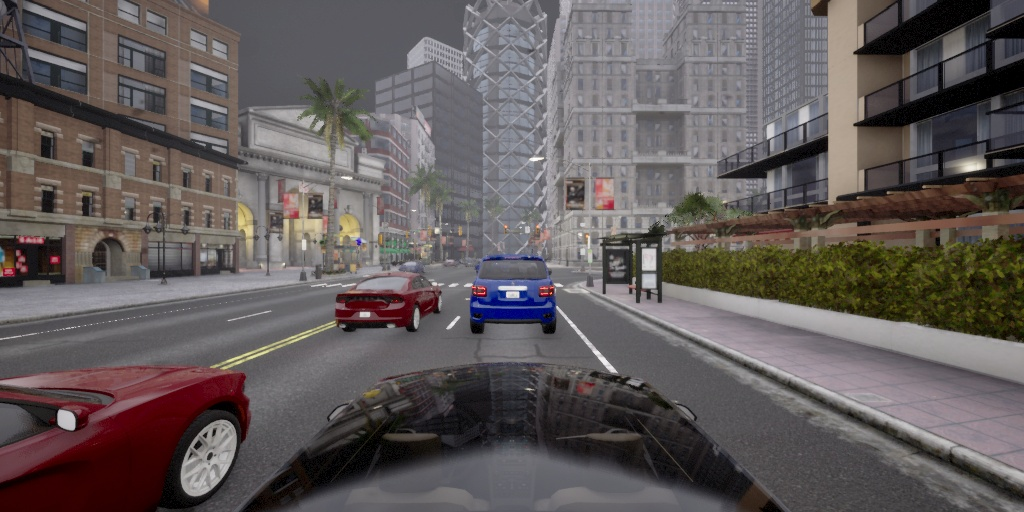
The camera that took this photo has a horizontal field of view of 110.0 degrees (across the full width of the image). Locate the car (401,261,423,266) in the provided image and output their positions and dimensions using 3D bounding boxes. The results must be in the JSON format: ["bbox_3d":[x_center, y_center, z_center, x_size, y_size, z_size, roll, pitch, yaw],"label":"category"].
[{"bbox_3d":[-10.579,1.276,37.994,1.812,1.442,4.674,0,0,0],"label":"car"}]

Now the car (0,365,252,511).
[{"bbox_3d":[-3.390,1.228,1.334,1.882,1.535,5.008,0,0,0],"label":"car"}]

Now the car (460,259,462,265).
[{"bbox_3d":[-7.064,1.242,62.017,2.128,1.511,4.902,0,0,0],"label":"car"}]

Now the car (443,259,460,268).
[{"bbox_3d":[-10.555,1.275,61.307,1.812,1.442,4.674,0,0,0],"label":"car"}]

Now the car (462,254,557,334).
[{"bbox_3d":[0.054,0.971,10.804,2.150,2.045,5.566,0,0,1],"label":"car"}]

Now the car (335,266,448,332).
[{"bbox_3d":[-3.441,1.228,10.914,1.882,1.535,5.008,0,0,0],"label":"car"}]

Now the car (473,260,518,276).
[{"bbox_3d":[-1.891,1.228,39.307,5.008,1.535,1.882,0,1,43],"label":"car"}]
